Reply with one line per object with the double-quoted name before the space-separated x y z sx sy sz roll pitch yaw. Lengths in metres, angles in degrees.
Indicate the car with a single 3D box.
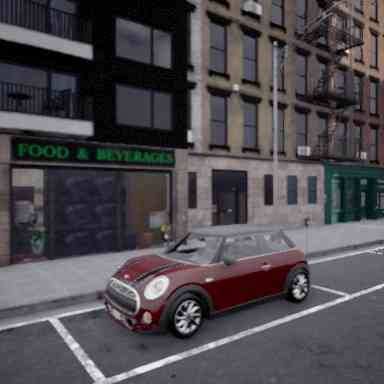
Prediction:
"car" 0.416 1.422 6.486 4.097 1.590 1.967 0 0 -36
